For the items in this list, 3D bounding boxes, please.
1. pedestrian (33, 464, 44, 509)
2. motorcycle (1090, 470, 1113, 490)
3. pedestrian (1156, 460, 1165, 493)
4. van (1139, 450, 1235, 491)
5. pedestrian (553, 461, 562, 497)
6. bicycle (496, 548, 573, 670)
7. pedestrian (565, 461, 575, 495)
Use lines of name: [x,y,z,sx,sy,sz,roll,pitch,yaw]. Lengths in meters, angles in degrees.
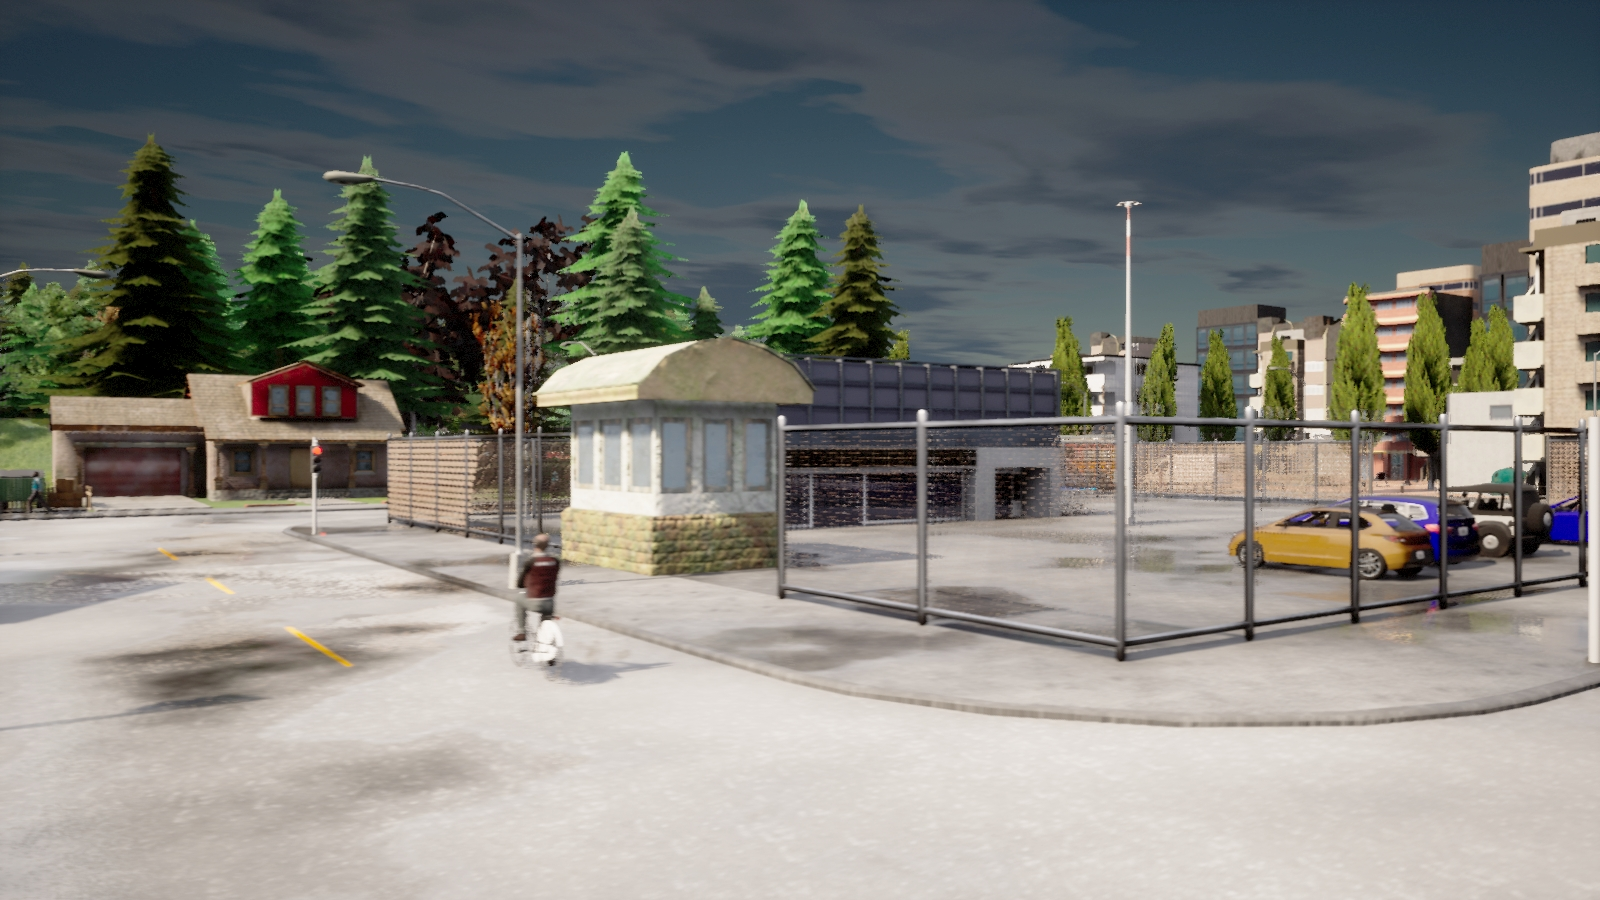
pedestrian: [-31.699,1.524,47.548,0.375,1.860,0.375,0,0,-35]
motorcycle: [19.752,1.957,74.826,0.856,1.236,1.805,0,0,37]
pedestrian: [20.481,1.511,64.938,0.375,1.860,0.375,0,0,-40]
van: [25.081,1.308,74.307,1.988,2.561,5.915,0,0,-35]
pedestrian: [-12.709,1.522,59.887,0.375,1.860,0.375,0,0,-40]
bicycle: [-3.333,1.939,14.232,0.329,1.271,1.835,0,0,-33]
pedestrian: [-12.551,1.523,62.344,0.375,1.860,0.375,0,0,-34]
